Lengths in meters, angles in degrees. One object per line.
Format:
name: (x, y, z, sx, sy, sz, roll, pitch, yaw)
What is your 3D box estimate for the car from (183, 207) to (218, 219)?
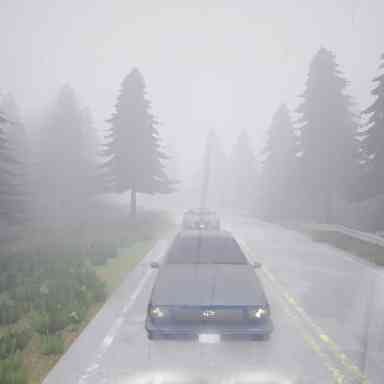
car: (0.462, 1.584, 19.165, 1.994, 1.385, 4.181, 0, 0, -2)

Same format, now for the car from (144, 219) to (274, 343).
car: (0.278, 1.557, 7.080, 2.033, 1.411, 5.357, 0, 0, 1)
